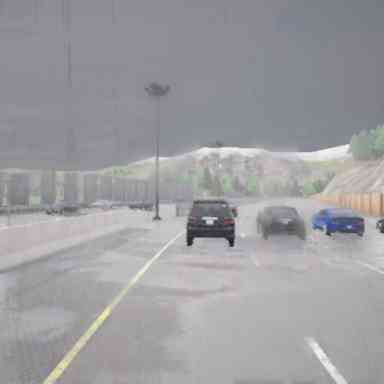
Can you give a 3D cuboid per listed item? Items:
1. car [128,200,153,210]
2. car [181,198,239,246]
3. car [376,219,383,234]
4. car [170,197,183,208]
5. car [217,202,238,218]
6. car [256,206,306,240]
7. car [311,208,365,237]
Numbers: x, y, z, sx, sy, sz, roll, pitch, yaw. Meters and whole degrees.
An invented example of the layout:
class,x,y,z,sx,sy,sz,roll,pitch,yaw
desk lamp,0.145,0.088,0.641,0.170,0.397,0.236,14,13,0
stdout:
class,x,y,z,sx,sy,sz,roll,pitch,yaw
car,-7.459,1.913,48.692,2.033,1.411,5.357,0,0,15
car,0.982,1.357,16.360,2.150,2.045,5.566,0,0,5
car,11.743,1.750,17.971,1.994,1.385,4.181,0,0,6
car,-1.565,2.049,56.445,1.895,1.301,4.718,0,0,17
car,3.741,1.815,34.330,1.812,1.442,4.674,0,0,11
car,4.739,1.516,18.234,2.097,1.767,4.553,0,0,6
car,8.400,1.665,19.586,1.882,1.535,5.008,0,0,7
